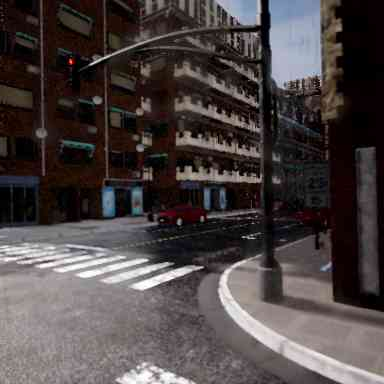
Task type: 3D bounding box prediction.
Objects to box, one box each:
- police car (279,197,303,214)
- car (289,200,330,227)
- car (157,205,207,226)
[{"bbox_3d":[10.767,1.390,35.005,1.930,1.638,5.238,-2,-1,36],"label":"police car"},{"bbox_3d":[8.241,1.424,21.764,1.887,1.381,4.507,-1,-1,36],"label":"car"},{"bbox_3d":[-0.683,1.645,24.158,1.887,1.381,4.507,-1,-1,36],"label":"car"}]
